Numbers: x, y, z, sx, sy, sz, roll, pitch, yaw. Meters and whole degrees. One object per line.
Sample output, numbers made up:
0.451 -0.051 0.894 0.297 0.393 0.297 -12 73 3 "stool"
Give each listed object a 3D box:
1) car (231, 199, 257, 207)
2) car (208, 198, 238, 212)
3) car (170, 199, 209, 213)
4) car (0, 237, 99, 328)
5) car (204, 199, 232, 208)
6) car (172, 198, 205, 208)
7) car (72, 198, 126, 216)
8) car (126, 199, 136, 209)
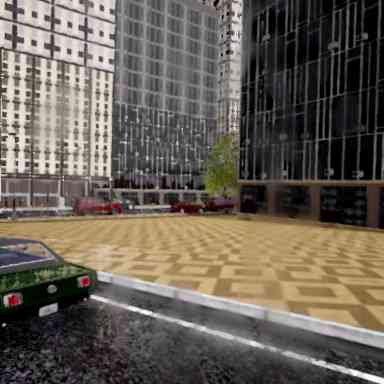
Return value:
8.981 1.866 57.457 4.206 1.307 1.802 1 1 -34 "car"
4.078 1.723 44.547 5.009 1.841 2.192 1 1 -34 "car"
-0.606 1.903 41.350 4.507 1.381 1.887 1 1 -34 "car"
-4.080 1.581 6.594 4.718 1.301 1.895 0 0 36 "car"
4.303 1.800 54.256 4.313 1.339 1.947 1 1 -34 "car"
-0.515 1.708 50.957 4.829 1.417 1.752 1 1 -34 "car"
-9.957 1.574 34.943 5.009 1.841 2.192 1 1 -34 "car"
-9.732 1.635 44.652 4.403 1.369 2.008 1 1 -34 "car"
